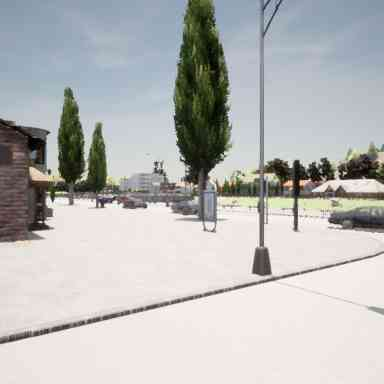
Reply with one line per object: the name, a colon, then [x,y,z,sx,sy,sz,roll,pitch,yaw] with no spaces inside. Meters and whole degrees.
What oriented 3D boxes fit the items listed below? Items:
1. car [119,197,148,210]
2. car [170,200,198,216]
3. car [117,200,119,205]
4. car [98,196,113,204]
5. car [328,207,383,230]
car: [-7.458,1.564,43.791,1.994,1.385,4.181,0,0,-36]
car: [-0.146,1.548,33.596,2.033,1.411,5.357,0,0,-36]
car: [-10.938,1.526,55.800,1.812,1.442,4.674,0,0,-36]
car: [-16.897,1.478,64.089,1.882,1.535,5.008,0,0,-36]
car: [10.649,1.547,19.023,2.033,1.411,5.357,0,0,-41]
